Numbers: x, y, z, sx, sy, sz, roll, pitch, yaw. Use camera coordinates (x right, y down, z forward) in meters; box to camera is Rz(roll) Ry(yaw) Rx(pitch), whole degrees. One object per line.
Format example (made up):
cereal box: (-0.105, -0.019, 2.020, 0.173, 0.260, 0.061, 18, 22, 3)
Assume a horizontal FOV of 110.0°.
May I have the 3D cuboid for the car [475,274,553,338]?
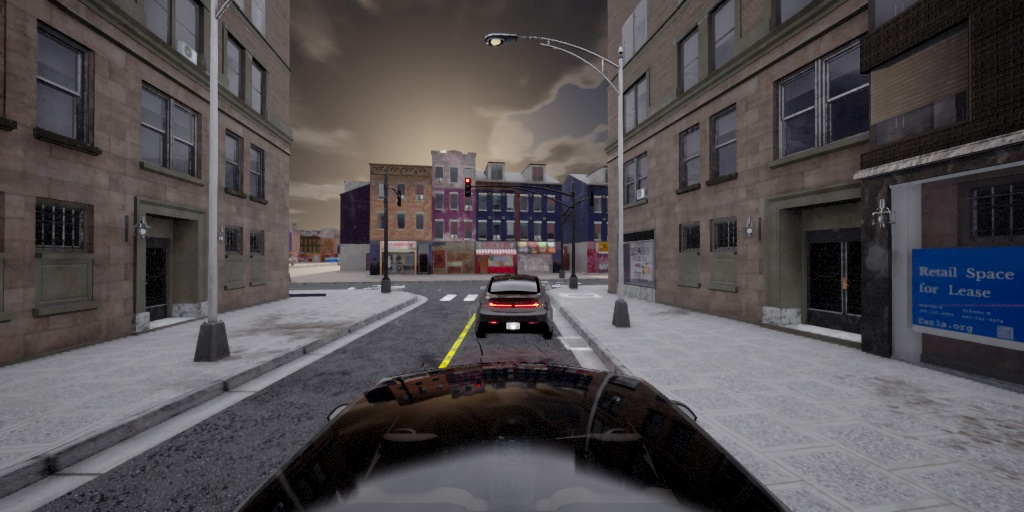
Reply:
car: (0.096, 1.256, 10.129, 1.837, 1.490, 4.892, 0, 0, 2)
